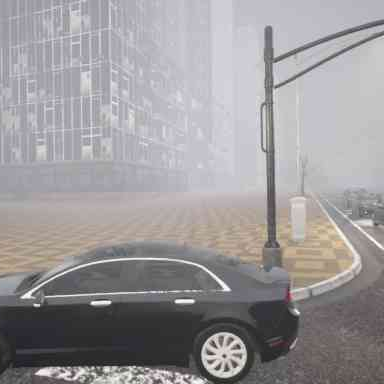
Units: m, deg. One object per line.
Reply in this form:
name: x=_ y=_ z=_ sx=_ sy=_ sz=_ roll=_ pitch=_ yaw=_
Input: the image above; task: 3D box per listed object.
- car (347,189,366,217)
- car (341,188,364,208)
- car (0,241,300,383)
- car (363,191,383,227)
car: x=11.175 y=0.759 z=20.643 sx=1.994 sy=1.385 sz=4.181 roll=-1 pitch=2 yaw=17
car: x=13.188 y=0.453 z=26.700 sx=2.128 sy=1.511 sz=4.902 roll=-1 pitch=2 yaw=18
car: x=-1.014 y=1.505 z=4.750 sx=4.892 sy=1.490 sz=1.837 roll=0 pitch=0 yaw=0
car: x=9.106 y=0.928 z=14.355 sx=2.128 sy=1.511 sz=4.902 roll=-1 pitch=2 yaw=18
